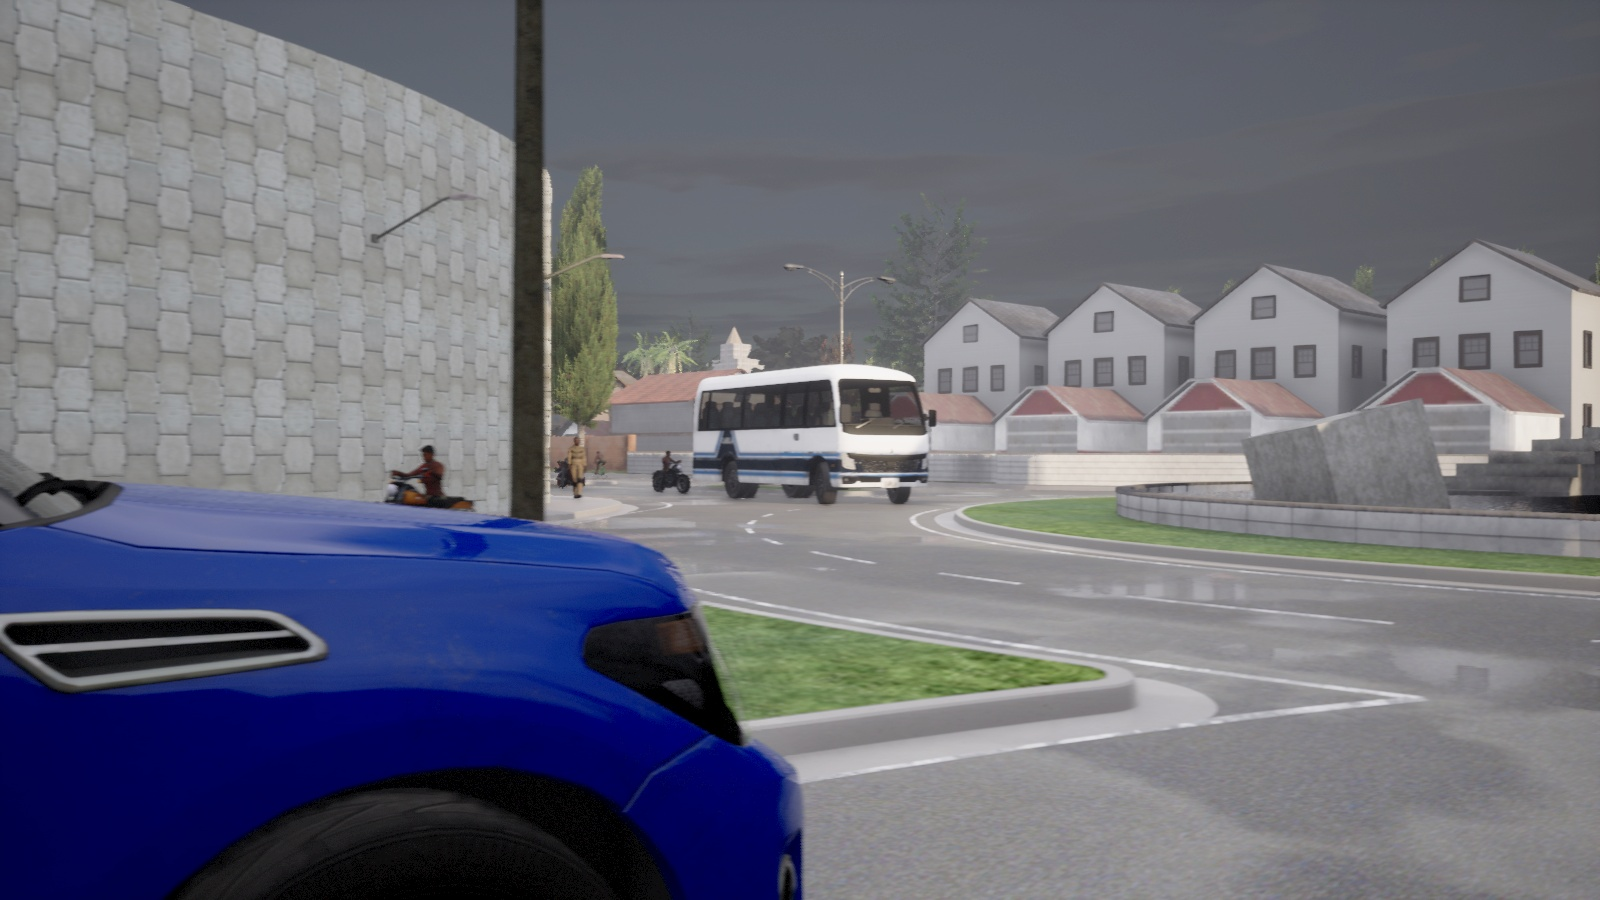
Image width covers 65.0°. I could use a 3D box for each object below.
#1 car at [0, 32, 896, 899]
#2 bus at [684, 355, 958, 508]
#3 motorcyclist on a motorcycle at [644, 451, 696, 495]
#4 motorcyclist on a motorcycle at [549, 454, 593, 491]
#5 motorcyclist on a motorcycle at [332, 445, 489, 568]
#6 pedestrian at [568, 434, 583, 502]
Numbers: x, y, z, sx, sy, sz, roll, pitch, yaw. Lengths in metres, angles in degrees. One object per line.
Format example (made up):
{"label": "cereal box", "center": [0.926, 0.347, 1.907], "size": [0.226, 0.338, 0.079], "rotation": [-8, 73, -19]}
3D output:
{"label": "car", "center": [-2.694, 0.471, 1.811], "size": [5.566, 2.045, 2.150], "rotation": [0, 0, -36]}
{"label": "bus", "center": [0.306, -0.505, 40.381], "size": [3.944, 4.253, 10.273], "rotation": [0, 0, -31]}
{"label": "motorcyclist on a motorcycle", "center": [-4.939, 0.848, 47.726], "size": [0.766, 1.649, 2.350], "rotation": [0, 0, -40]}
{"label": "motorcyclist on a motorcycle", "center": [-9.757, 0.953, 53.395], "size": [0.866, 1.530, 2.191], "rotation": [0, 0, -41]}
{"label": "motorcyclist on a motorcycle", "center": [-5.543, 0.755, 18.044], "size": [0.766, 1.649, 2.350], "rotation": [-1, 0, 25]}
{"label": "pedestrian", "center": [-6.399, 0.516, 35.857], "size": [0.396, 1.930, 0.692], "rotation": [0, 0, -12]}
